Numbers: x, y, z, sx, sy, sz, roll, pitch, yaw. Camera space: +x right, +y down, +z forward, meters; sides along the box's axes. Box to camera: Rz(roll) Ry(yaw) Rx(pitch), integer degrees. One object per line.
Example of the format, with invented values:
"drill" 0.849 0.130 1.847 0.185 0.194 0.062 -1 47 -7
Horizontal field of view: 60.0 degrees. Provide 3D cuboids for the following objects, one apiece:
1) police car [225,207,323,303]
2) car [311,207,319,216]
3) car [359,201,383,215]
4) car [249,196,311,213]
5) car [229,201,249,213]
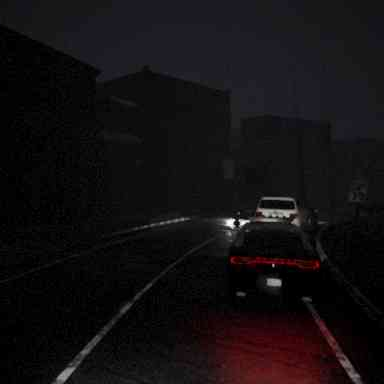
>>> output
"police car" 1.983 1.410 8.466 1.930 1.638 5.238 1 0 11
"car" 7.275 1.533 22.495 1.837 1.490 4.892 3 1 30
"car" 21.297 1.766 39.016 5.008 1.535 1.882 2 3 -33
"car" 4.778 1.221 17.416 2.150 2.045 5.566 2 1 23
"car" 4.584 1.418 26.596 1.994 1.385 4.181 3 1 33
